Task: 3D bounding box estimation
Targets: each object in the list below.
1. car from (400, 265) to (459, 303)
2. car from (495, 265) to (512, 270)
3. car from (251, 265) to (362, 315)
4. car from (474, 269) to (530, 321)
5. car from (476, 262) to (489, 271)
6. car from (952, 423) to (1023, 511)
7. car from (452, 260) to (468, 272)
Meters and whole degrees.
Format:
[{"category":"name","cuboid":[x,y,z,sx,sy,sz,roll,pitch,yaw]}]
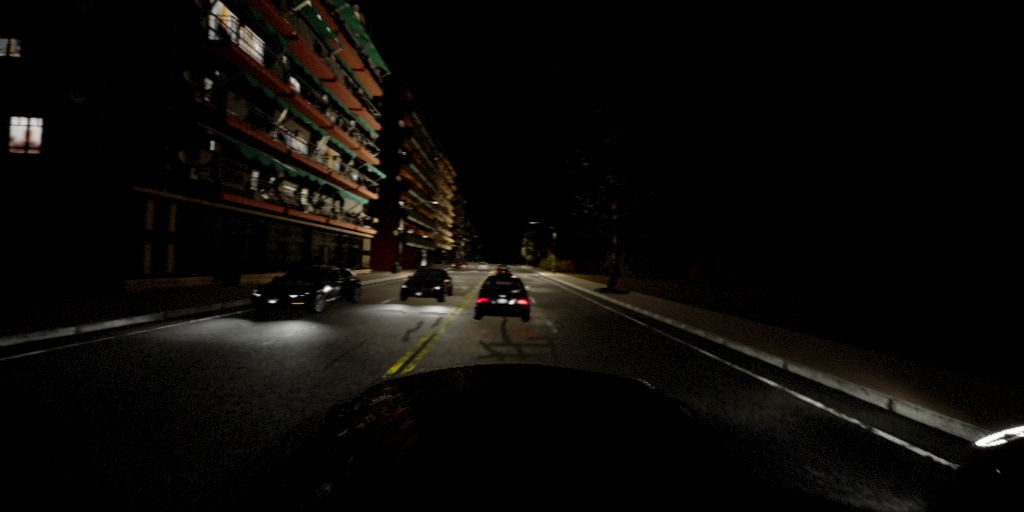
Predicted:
[{"category":"car","cuboid":[-3.879,1.301,17.048,1.812,1.442,4.674,2,-1,-1]},{"category":"car","cuboid":[-0.949,1.706,39.252,2.033,1.411,5.357,2,-1,-1]},{"category":"car","cuboid":[-7.028,1.102,12.877,1.837,1.490,4.892,2,-1,-1]},{"category":"car","cuboid":[-0.342,1.420,13.177,2.033,1.411,5.357,2,-1,-1]},{"category":"car","cuboid":[-4.788,1.756,58.582,1.812,1.442,4.674,2,-1,-1]},{"category":"car","cuboid":[4.246,1.260,0.626,2.097,1.767,4.553,2,-1,-1]},{"category":"car","cuboid":[-7.963,1.412,55.112,2.097,1.767,4.553,2,-1,-1]}]
